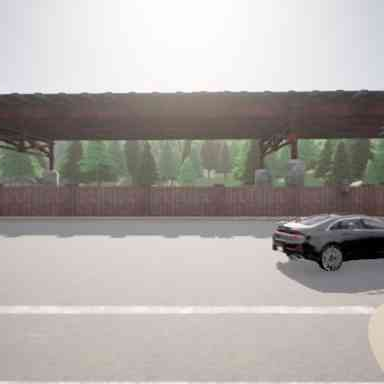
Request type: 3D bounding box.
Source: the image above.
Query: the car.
[{"bbox_3d":[4.875,1.405,10.209,4.902,1.511,2.128,0,0,-16],"label":"car"}]
